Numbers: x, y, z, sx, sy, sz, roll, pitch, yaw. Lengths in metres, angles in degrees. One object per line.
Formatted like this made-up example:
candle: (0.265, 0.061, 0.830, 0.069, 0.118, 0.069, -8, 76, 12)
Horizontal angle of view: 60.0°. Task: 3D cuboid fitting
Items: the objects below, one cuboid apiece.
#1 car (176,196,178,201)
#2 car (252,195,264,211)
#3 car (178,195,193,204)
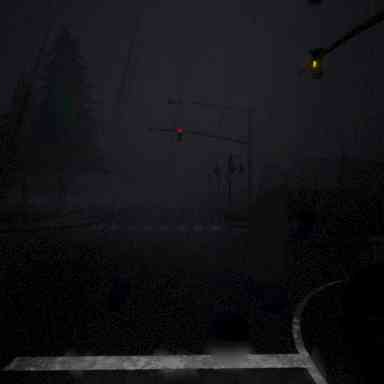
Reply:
car: (-2.202, 1.327, 71.061, 1.812, 1.442, 4.674, 0, 0, -13)
car: (8.866, 1.144, 36.257, 4.605, 1.855, 1.932, 0, 0, -1)
car: (-0.909, 1.518, 60.877, 2.033, 1.411, 5.357, 0, 0, -7)
